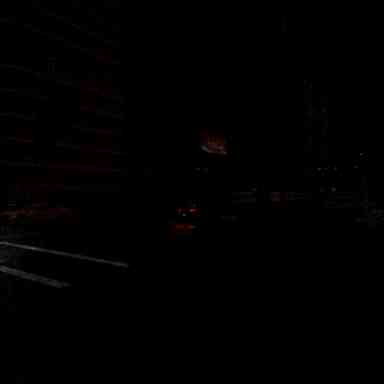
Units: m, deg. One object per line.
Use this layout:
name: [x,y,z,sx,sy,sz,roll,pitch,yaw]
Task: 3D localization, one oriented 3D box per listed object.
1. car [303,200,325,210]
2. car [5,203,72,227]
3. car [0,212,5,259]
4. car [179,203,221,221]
car: [16.736,1.770,45.381,1.895,1.301,4.718,0,0,35]
car: [-11.185,1.558,24.073,1.882,1.535,5.008,0,0,35]
car: [-6.554,1.406,8.388,2.097,1.767,4.553,1,0,-17]
car: [0.697,1.636,28.509,1.812,1.442,4.674,0,0,35]
